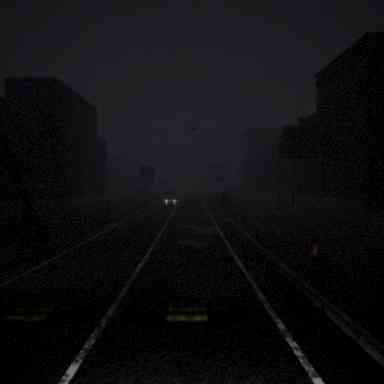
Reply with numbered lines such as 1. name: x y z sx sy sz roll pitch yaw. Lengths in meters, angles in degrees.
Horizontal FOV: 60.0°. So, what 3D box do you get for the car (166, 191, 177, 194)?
1. car: -3.211 0.025 51.704 2.033 1.411 5.357 0 1 0
